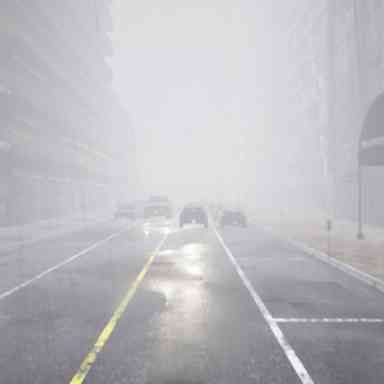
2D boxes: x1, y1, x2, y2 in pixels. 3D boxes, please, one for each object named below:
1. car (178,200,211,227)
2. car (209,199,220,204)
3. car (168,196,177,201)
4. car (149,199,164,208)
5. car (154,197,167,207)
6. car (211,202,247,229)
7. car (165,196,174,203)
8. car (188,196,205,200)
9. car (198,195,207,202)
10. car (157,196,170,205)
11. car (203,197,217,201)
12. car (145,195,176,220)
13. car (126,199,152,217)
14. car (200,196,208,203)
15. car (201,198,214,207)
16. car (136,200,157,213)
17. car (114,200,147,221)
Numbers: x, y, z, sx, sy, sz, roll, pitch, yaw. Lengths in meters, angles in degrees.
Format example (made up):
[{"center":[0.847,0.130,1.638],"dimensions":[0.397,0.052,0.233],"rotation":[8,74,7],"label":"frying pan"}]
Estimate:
[{"center":[0.104,1.560,22.956],"dimensions":[1.837,1.490,4.892],"rotation":[0,0,0],"label":"car"},{"center":[2.582,1.594,27.896],"dimensions":[1.752,1.417,4.829],"rotation":[1,0,0],"label":"car"},{"center":[-5.258,1.783,90.020],"dimensions":[2.008,1.369,4.403],"rotation":[1,0,0],"label":"car"},{"center":[-5.294,1.707,50.495],"dimensions":[1.802,1.307,4.206],"rotation":[1,0,0],"label":"car"},{"center":[-5.292,1.664,55.972],"dimensions":[1.752,1.417,4.829],"rotation":[1,0,0],"label":"car"},{"center":[2.581,1.605,22.074],"dimensions":[2.008,1.369,4.403],"rotation":[1,0,0],"label":"car"},{"center":[-5.296,1.766,78.727],"dimensions":[1.947,1.339,4.313],"rotation":[1,0,0],"label":"car"},{"center":[0.108,1.591,40.481],"dimensions":[2.128,1.511,4.902],"rotation":[0,0,0],"label":"car"},{"center":[2.596,1.656,84.250],"dimensions":[1.967,1.590,4.097],"rotation":[1,0,0],"label":"car"},{"center":[-5.289,1.595,61.788],"dimensions":[1.967,1.590,4.097],"rotation":[1,0,0],"label":"car"},{"center":[2.584,1.646,39.031],"dimensions":[2.008,1.369,4.403],"rotation":[1,0,0],"label":"car"},{"center":[-2.838,1.292,28.890],"dimensions":[2.150,2.045,5.566],"rotation":[0,0,0],"label":"car"},{"center":[-5.296,1.522,33.556],"dimensions":[1.967,1.590,4.097],"rotation":[1,0,0],"label":"car"},{"center":[2.592,1.710,73.115],"dimensions":[1.752,1.417,4.829],"rotation":[1,0,0],"label":"car"},{"center":[2.588,1.684,55.988],"dimensions":[1.887,1.381,4.507],"rotation":[1,0,0],"label":"car"},{"center":[-5.296,1.678,39.202],"dimensions":[1.802,1.307,4.206],"rotation":[1,0,0],"label":"car"},{"center":[-5.299,1.634,27.909],"dimensions":[1.947,1.339,4.313],"rotation":[1,0,0],"label":"car"}]
